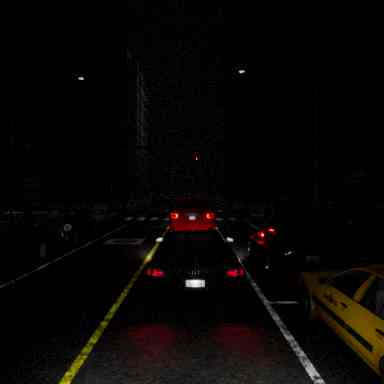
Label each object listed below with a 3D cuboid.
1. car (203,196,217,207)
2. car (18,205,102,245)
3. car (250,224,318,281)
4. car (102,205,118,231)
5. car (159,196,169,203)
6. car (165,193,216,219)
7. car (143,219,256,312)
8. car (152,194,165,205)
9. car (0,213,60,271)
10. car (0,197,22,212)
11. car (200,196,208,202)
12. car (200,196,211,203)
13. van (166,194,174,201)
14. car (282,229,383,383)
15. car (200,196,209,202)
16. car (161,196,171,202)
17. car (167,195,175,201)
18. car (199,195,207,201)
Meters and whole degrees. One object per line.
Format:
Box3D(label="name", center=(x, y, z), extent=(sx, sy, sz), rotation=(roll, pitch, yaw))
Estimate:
Box3D(label="car", center=(2.802, 1.452, 52.559), extent=(1.967, 1.590, 4.097), rotation=(0, 0, 0))
Box3D(label="car", center=(-5.752, 1.441, 15.139), extent=(1.967, 1.590, 4.097), rotation=(0, 0, 0))
Box3D(label="car", center=(2.769, 1.566, 9.677), extent=(1.947, 1.339, 4.313), rotation=(0, 0, 0))
Box3D(label="car", center=(-5.748, 1.527, 20.425), extent=(1.752, 1.417, 4.829), rotation=(0, 0, 0))
Box3D(label="car", center=(-5.710, 1.602, 68.878), extent=(1.802, 1.307, 4.206), rotation=(0, 0, 0))
Box3D(label="car", center=(0.017, 1.223, 17.227), extent=(2.150, 2.045, 5.566), rotation=(0, 0, 0))
Box3D(label="car", center=(0.065, 1.564, 7.807), extent=(1.994, 1.385, 4.181), rotation=(0, 0, 0))
Box3D(label="car", center=(-5.719, 1.329, 58.003), extent=(2.192, 1.841, 5.009), rotation=(0, 0, 0))
Box3D(label="car", center=(-5.756, 1.545, 9.681), extent=(1.887, 1.381, 4.507), rotation=(0, 0, 0))
Box3D(label="car", center=(-19.039, 1.135, 32.062), extent=(5.008, 1.535, 1.882), rotation=(1, 0, 1))
Box3D(label="car", center=(2.823, 1.572, 79.747), extent=(1.887, 1.381, 4.507), rotation=(0, 0, 0))
Box3D(label="car", center=(2.815, 1.571, 68.871), extent=(2.008, 1.369, 4.403), rotation=(0, 0, 0))
Box3D(label="van", center=(-5.698, 1.372, 85.191), extent=(1.690, 1.788, 3.998), rotation=(0, 0, 0))
Box3D(label="car", center=(2.765, 1.525, 4.390), extent=(1.752, 1.417, 4.829), rotation=(0, 0, 0))
Box3D(label="car", center=(2.819, 1.568, 74.309), extent=(1.887, 1.381, 4.507), rotation=(0, 0, 0))
Box3D(label="car", center=(-5.706, 1.549, 74.146), extent=(1.752, 1.417, 4.829), rotation=(0, 0, 0))
Box3D(label="car", center=(-5.693, 1.585, 90.629), extent=(2.008, 1.369, 4.403), rotation=(0, 0, 0))
Box3D(label="car", center=(2.828, 1.556, 85.354), extent=(1.752, 1.417, 4.829), rotation=(0, 0, 0))
